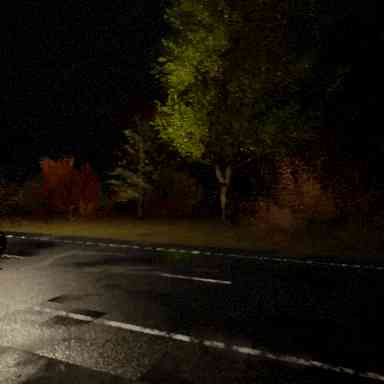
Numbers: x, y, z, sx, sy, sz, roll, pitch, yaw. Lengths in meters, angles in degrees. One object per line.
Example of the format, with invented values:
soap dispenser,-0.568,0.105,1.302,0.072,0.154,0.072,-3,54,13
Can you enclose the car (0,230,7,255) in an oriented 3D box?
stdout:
car,-8.143,1.491,10.677,4.892,1.490,1.837,0,0,24
